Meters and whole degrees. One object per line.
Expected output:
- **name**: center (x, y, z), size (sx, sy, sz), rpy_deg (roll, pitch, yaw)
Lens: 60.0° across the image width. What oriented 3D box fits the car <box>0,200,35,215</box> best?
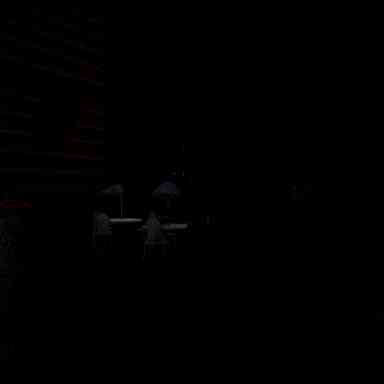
- **car**: center (-18.129, 1.533, 32.575), size (1.882, 1.535, 5.008), rpy_deg (0, 0, 40)
